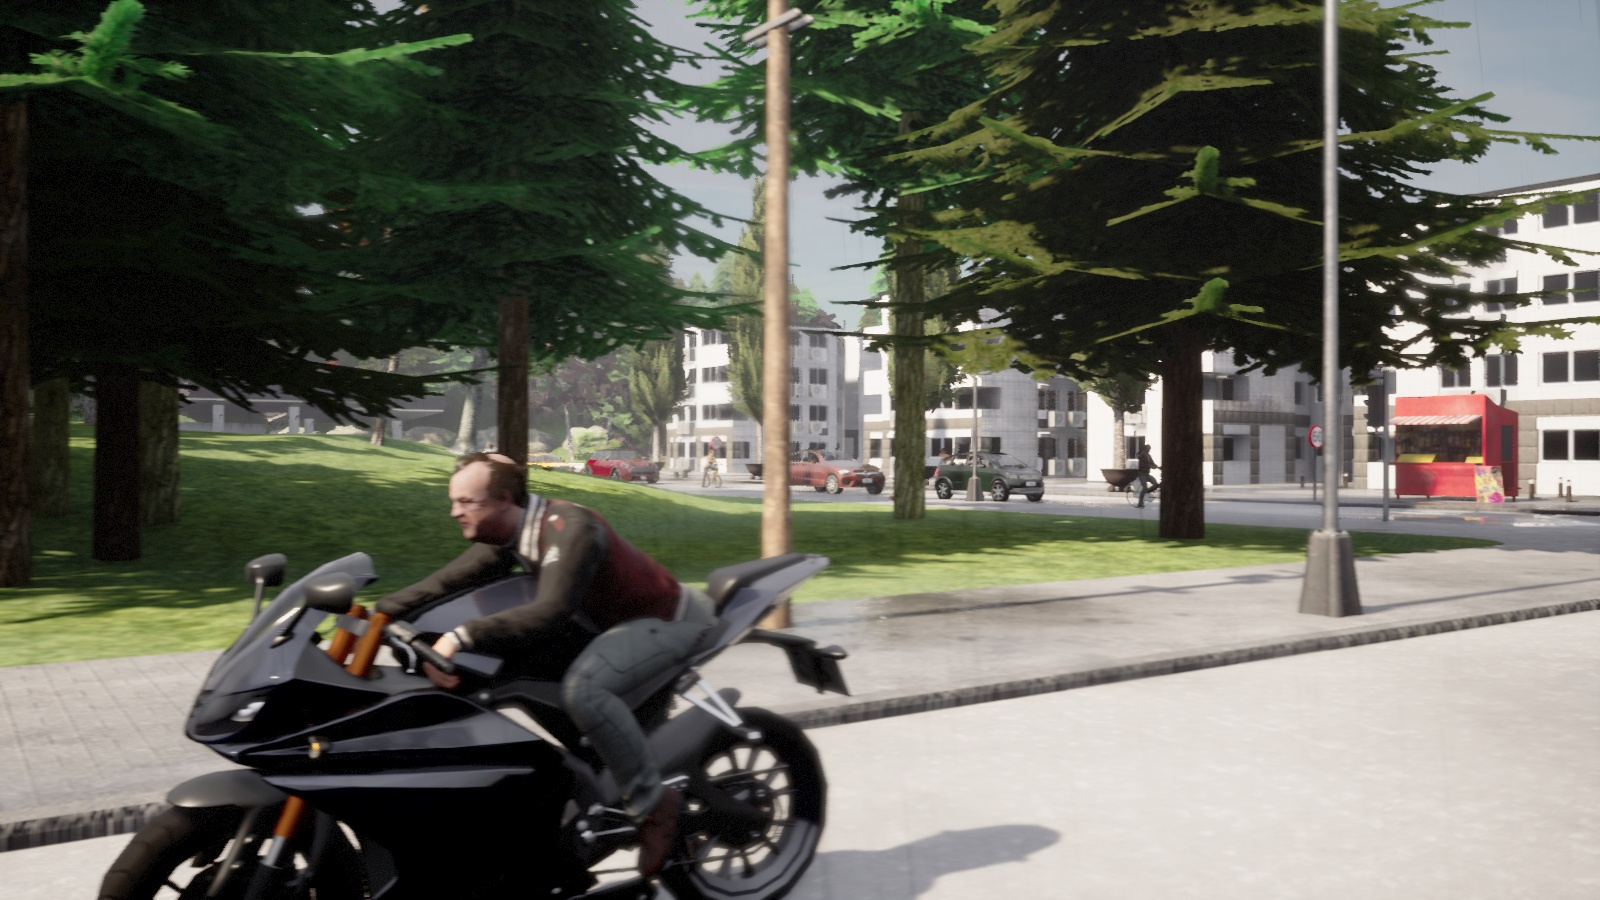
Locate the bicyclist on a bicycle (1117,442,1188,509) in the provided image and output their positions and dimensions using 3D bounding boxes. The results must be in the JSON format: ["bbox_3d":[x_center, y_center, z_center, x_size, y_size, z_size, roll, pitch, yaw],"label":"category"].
[{"bbox_3d":[9.515,0.679,33.990,0.659,1.776,1.843,0,0,-34],"label":"bicyclist on a bicycle"}]

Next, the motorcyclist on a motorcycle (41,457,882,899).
[{"bbox_3d":[-0.893,0.791,3.647,2.191,1.530,0.866,0,0,-35],"label":"motorcyclist on a motorcycle"}]

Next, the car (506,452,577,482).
[{"bbox_3d":[-13.976,0.879,67.758,1.801,1.575,5.366,0,0,-35],"label":"car"}]

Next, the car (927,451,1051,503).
[{"bbox_3d":[5.856,0.807,39.209,1.789,1.549,3.705,0,0,-35],"label":"car"}]

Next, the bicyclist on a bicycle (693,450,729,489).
[{"bbox_3d":[-3.753,0.819,53.045,0.866,1.612,1.509,0,0,-34],"label":"bicyclist on a bicycle"}]

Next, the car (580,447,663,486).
[{"bbox_3d":[-8.557,0.768,59.942,2.097,1.767,4.553,0,0,-35],"label":"car"}]

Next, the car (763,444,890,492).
[{"bbox_3d":[0.904,0.635,46.329,2.152,1.651,5.027,0,0,-35],"label":"car"}]
